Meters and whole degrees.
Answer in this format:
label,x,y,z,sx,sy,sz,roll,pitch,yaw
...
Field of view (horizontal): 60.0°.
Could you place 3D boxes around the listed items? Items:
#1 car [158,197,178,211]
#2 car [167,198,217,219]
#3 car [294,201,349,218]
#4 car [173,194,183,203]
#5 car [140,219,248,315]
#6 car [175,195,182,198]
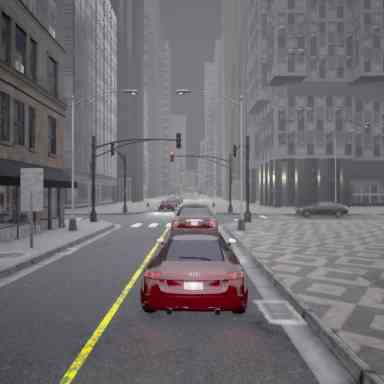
label,x,y,z,sx,sy,sz,roll,pitch,yaw
car,-3.072,1.624,41.283,1.895,1.301,4.718,0,0,0
car,0.161,1.356,16.275,2.097,1.767,4.553,0,0,2
car,11.760,1.543,30.318,4.674,1.442,1.812,0,0,1
car,-2.959,1.413,70.933,2.097,1.767,4.553,0,0,0
car,0.088,1.565,7.654,1.994,1.385,4.181,0,0,2
car,-3.063,1.580,50.935,2.033,1.411,5.357,0,0,0
